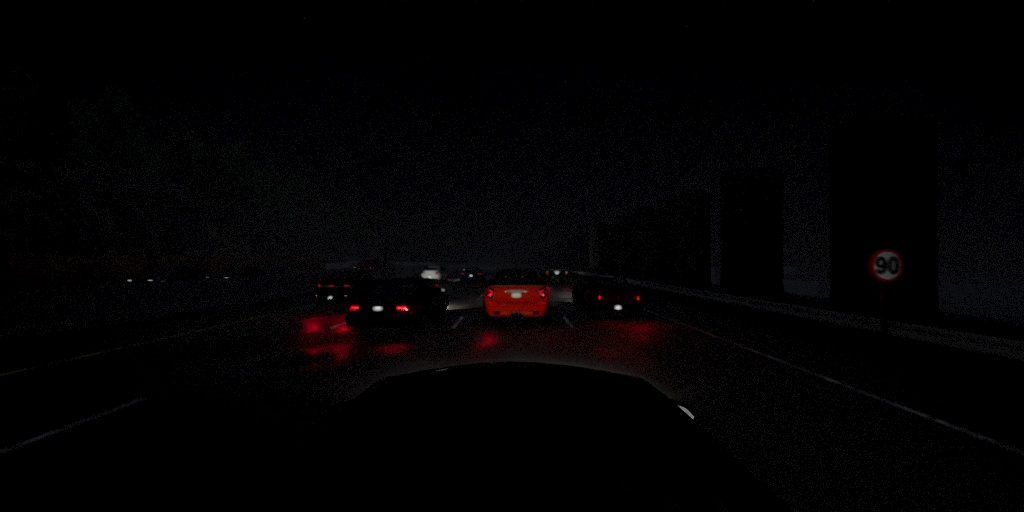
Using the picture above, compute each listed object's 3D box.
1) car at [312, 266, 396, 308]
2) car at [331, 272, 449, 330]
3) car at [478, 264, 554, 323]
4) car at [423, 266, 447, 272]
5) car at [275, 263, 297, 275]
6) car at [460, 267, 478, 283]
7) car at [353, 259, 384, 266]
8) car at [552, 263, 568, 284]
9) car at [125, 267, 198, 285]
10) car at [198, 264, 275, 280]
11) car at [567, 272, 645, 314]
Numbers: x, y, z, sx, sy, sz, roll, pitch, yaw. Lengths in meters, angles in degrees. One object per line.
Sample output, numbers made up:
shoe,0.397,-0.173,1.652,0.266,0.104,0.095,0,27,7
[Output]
car,-6.837,1.389,15.938,2.128,1.511,4.902,0,-1,0
car,-3.361,1.400,11.523,2.033,1.411,5.357,0,-1,0
car,0.145,1.223,12.900,2.097,1.767,4.553,0,-1,0
car,-6.940,1.601,32.299,1.812,1.442,4.674,0,-1,-1
car,-28.434,1.671,44.049,2.128,1.511,4.902,0,-1,-2
car,-3.420,1.638,31.760,1.994,1.385,4.181,0,-1,-1
car,-17.967,1.427,45.121,2.150,2.045,5.566,0,-1,-2
car,3.591,1.426,30.972,2.097,1.767,4.553,0,-1,-1
car,-24.537,1.535,26.153,2.033,1.411,5.357,0,-1,0
car,-21.051,1.516,27.727,1.837,1.490,4.892,0,-1,-1
car,3.656,1.495,14.519,1.895,1.301,4.718,0,-1,0
